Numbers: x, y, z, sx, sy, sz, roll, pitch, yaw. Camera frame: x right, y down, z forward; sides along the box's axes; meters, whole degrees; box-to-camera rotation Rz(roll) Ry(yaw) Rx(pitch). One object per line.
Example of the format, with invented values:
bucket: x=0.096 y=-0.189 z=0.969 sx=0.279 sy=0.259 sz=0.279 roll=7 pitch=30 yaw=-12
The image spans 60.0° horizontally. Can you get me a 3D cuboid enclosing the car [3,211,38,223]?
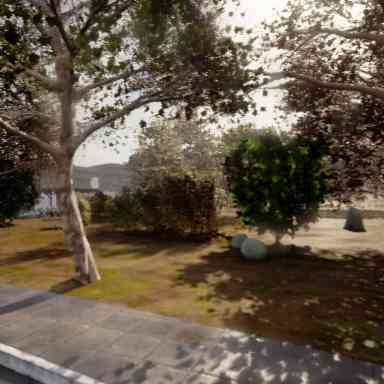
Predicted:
car: x=-29.880 y=4.424 z=58.140 sx=5.008 sy=1.535 sz=2.097 roll=-6 pitch=-3 yaw=3

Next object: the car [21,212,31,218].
car: x=-25.525 y=3.920 z=55.631 sx=1.812 sy=1.442 sz=4.674 roll=-7 pitch=-2 yaw=24

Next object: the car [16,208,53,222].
car: x=-28.736 y=4.195 z=60.877 sx=5.566 sy=2.045 sz=2.435 roll=-6 pitch=-3 yaw=3

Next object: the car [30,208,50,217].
car: x=-23.146 y=3.634 z=53.673 sx=1.994 sy=1.385 sz=4.181 roll=-7 pitch=-3 yaw=24
